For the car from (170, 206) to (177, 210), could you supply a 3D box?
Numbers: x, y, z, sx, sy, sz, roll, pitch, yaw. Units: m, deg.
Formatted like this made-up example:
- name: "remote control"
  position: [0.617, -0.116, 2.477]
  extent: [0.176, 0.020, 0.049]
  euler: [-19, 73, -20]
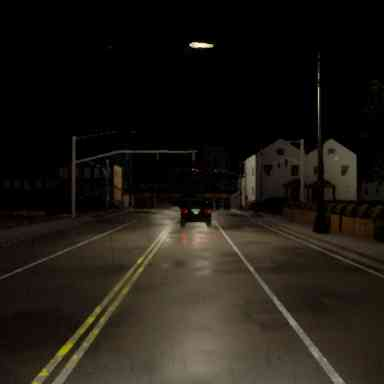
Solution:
- name: "car"
  position: [-3.068, 3.279, 61.204]
  extent: [1.812, 1.442, 4.674]
  euler: [0, -9, 1]

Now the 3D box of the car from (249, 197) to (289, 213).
- name: "car"
  position: [10.631, 1.743, 45.483]
  extent: [5.566, 2.045, 2.150]
  euler: [0, -1, 0]

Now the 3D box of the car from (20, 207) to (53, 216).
- name: "car"
  position: [-19.644, 2.498, 41.571]
  extent: [4.181, 1.385, 1.994]
  euler: [-4, -1, 0]

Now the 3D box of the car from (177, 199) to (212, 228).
- name: "car"
  position: [0.289, 1.502, 24.920]
  extent: [2.150, 2.045, 5.566]
  euler: [0, -1, 0]
